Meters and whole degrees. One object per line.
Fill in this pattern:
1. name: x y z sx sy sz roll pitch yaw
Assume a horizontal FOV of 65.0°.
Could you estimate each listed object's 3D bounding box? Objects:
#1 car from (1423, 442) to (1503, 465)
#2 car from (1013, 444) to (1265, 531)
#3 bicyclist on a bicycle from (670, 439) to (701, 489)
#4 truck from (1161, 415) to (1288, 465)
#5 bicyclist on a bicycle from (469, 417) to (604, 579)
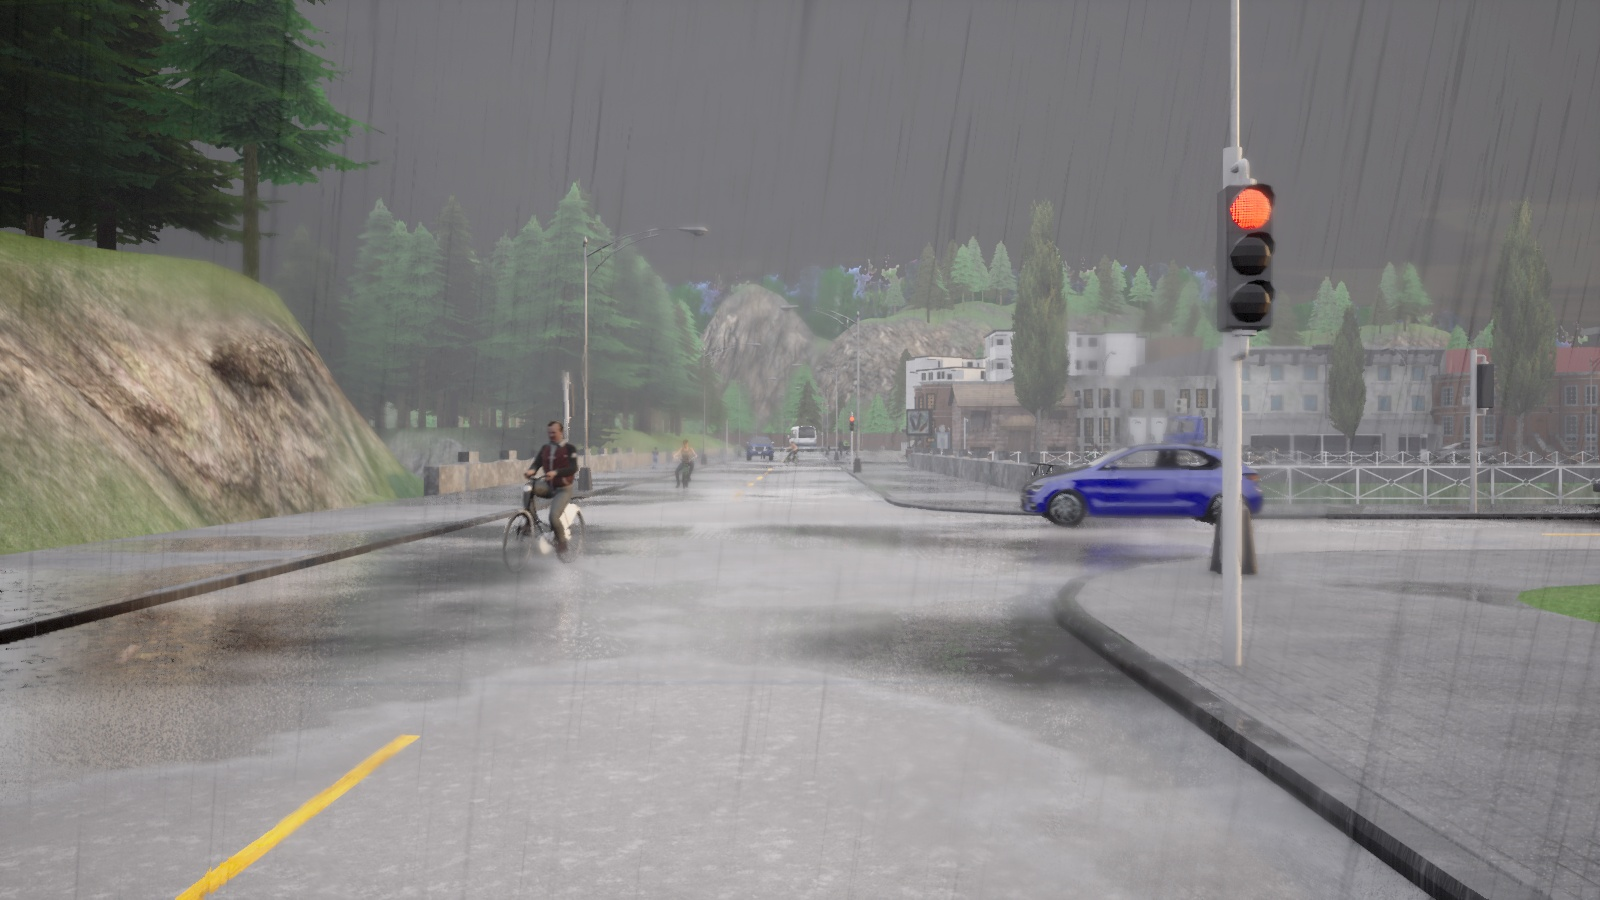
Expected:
1. car: 46.342 0.235 87.850 4.514 1.525 2.007 0 0 0
2. car: 6.009 0.637 22.687 4.193 1.474 1.816 0 0 7
3. bicyclist on a bicycle: -3.753 0.448 41.180 0.866 1.612 1.509 0 0 0
4. truck: 29.648 -0.708 87.929 7.936 3.462 2.891 0 0 0
5. bicyclist on a bicycle: -3.075 0.531 14.843 0.659 1.776 1.843 2 1 19
